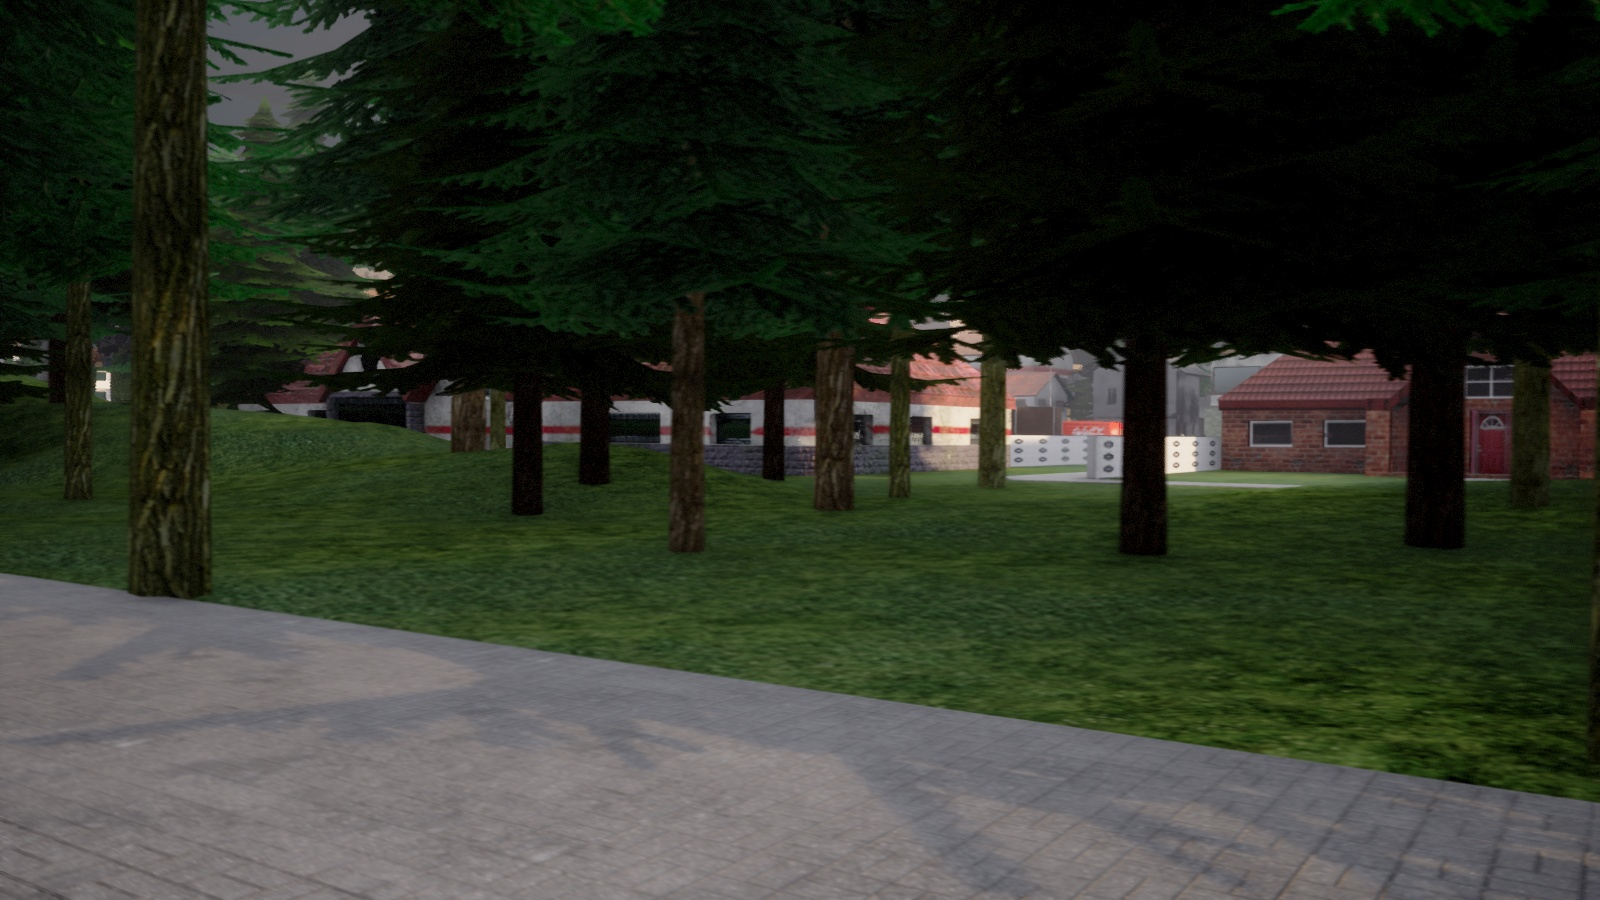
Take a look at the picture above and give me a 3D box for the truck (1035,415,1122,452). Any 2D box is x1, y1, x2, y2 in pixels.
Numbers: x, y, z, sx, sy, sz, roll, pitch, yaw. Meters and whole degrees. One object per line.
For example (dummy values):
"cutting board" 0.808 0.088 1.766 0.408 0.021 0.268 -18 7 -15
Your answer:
"truck" 18.951 -1.093 85.462 5.204 2.467 2.627 0 1 34
